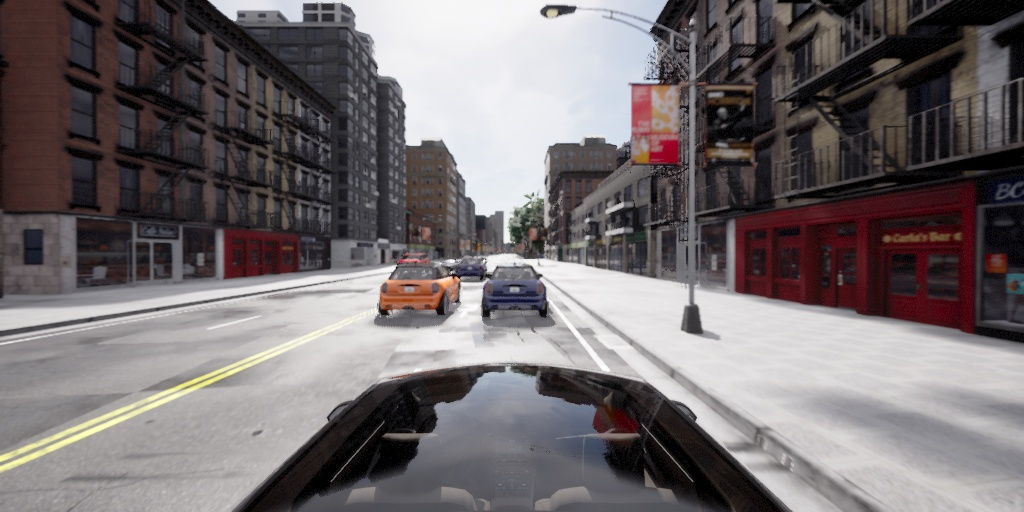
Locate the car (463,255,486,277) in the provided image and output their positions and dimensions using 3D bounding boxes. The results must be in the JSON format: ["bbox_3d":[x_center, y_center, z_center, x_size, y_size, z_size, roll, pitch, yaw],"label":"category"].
[{"bbox_3d":[-3.169,0.921,29.127,2.097,1.767,4.553,0,0,0],"label":"car"}]

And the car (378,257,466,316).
[{"bbox_3d":[-3.163,1.036,13.186,2.097,1.767,4.553,0,0,0],"label":"car"}]

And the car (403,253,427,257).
[{"bbox_3d":[-9.861,0.734,35.886,2.150,2.045,5.566,0,1,0],"label":"car"}]

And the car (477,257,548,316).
[{"bbox_3d":[0.086,1.037,13.076,2.097,1.767,4.553,0,0,0],"label":"car"}]

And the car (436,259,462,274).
[{"bbox_3d":[-6.607,1.065,37.909,1.994,1.385,4.181,0,0,0],"label":"car"}]
